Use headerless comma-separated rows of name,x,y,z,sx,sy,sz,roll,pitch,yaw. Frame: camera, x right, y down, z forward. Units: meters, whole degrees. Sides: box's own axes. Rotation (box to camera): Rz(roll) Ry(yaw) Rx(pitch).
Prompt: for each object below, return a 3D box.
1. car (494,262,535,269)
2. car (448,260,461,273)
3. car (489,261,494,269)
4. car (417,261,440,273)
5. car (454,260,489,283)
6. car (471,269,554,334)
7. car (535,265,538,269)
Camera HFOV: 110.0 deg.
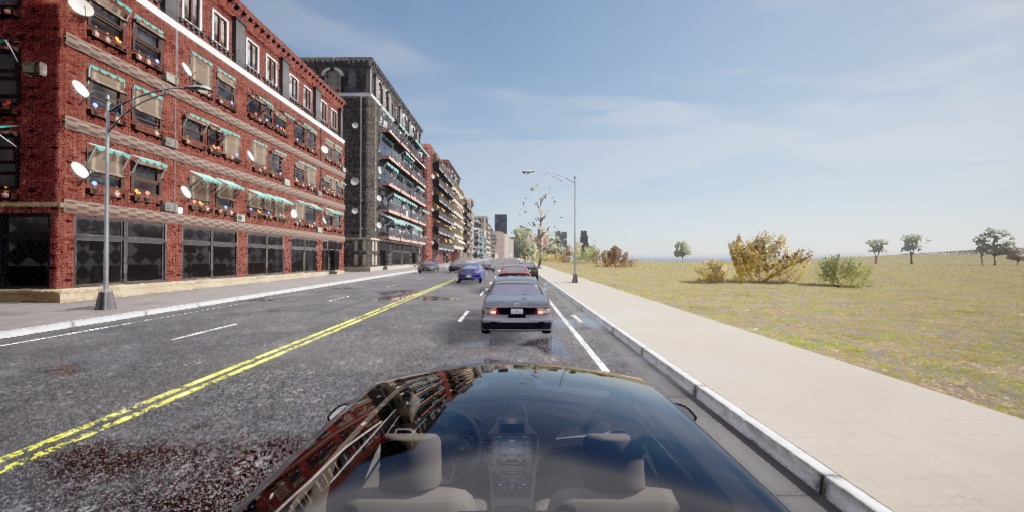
car,0.144,1.230,21.167,1.882,1.535,5.008,0,0,0
car,-6.509,1.231,43.871,1.882,1.535,5.008,0,0,0
car,-3.056,1.300,45.827,2.033,1.411,5.357,0,0,0
car,-9.762,1.317,42.368,1.994,1.385,4.181,0,0,0
car,-3.094,1.279,28.085,1.812,1.442,4.674,0,0,0
car,0.118,1.299,10.627,2.033,1.411,5.357,0,0,0
car,1.199,1.231,30.604,1.882,1.535,5.008,0,0,0
